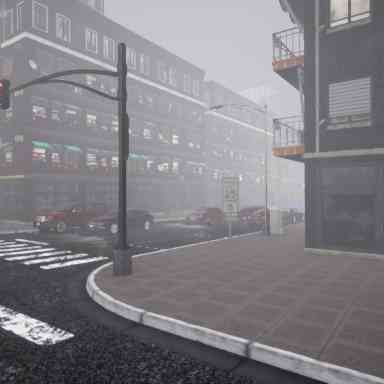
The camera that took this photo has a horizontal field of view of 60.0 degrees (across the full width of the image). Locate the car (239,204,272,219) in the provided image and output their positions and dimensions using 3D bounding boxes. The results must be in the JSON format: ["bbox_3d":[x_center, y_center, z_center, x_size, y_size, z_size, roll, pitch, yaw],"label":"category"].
[{"bbox_3d":[7.338,2.189,38.237,1.837,1.490,4.892,0,-1,36],"label":"car"}]

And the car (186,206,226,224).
[{"bbox_3d":[1.360,2.019,29.763,1.812,1.442,4.674,0,-1,35],"label":"car"}]

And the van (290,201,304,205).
[{"bbox_3d":[18.602,2.463,58.776,1.690,1.788,3.998,-2,-2,35],"label":"van"}]

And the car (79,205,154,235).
[{"bbox_3d":[-4.498,1.814,21.461,1.837,1.490,4.892,0,-1,35],"label":"car"}]

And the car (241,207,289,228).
[{"bbox_3d":[5.822,2.048,26.132,1.802,1.307,4.206,-2,-2,35],"label":"car"}]

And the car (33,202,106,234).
[{"bbox_3d":[-7.585,1.603,21.603,2.192,1.841,5.009,-1,-2,35],"label":"car"}]

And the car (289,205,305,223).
[{"bbox_3d":[9.096,2.120,30.780,2.008,1.369,4.403,-2,-2,35],"label":"car"}]

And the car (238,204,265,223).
[{"bbox_3d":[5.930,2.049,30.703,1.837,1.490,4.892,0,-1,35],"label":"car"}]
